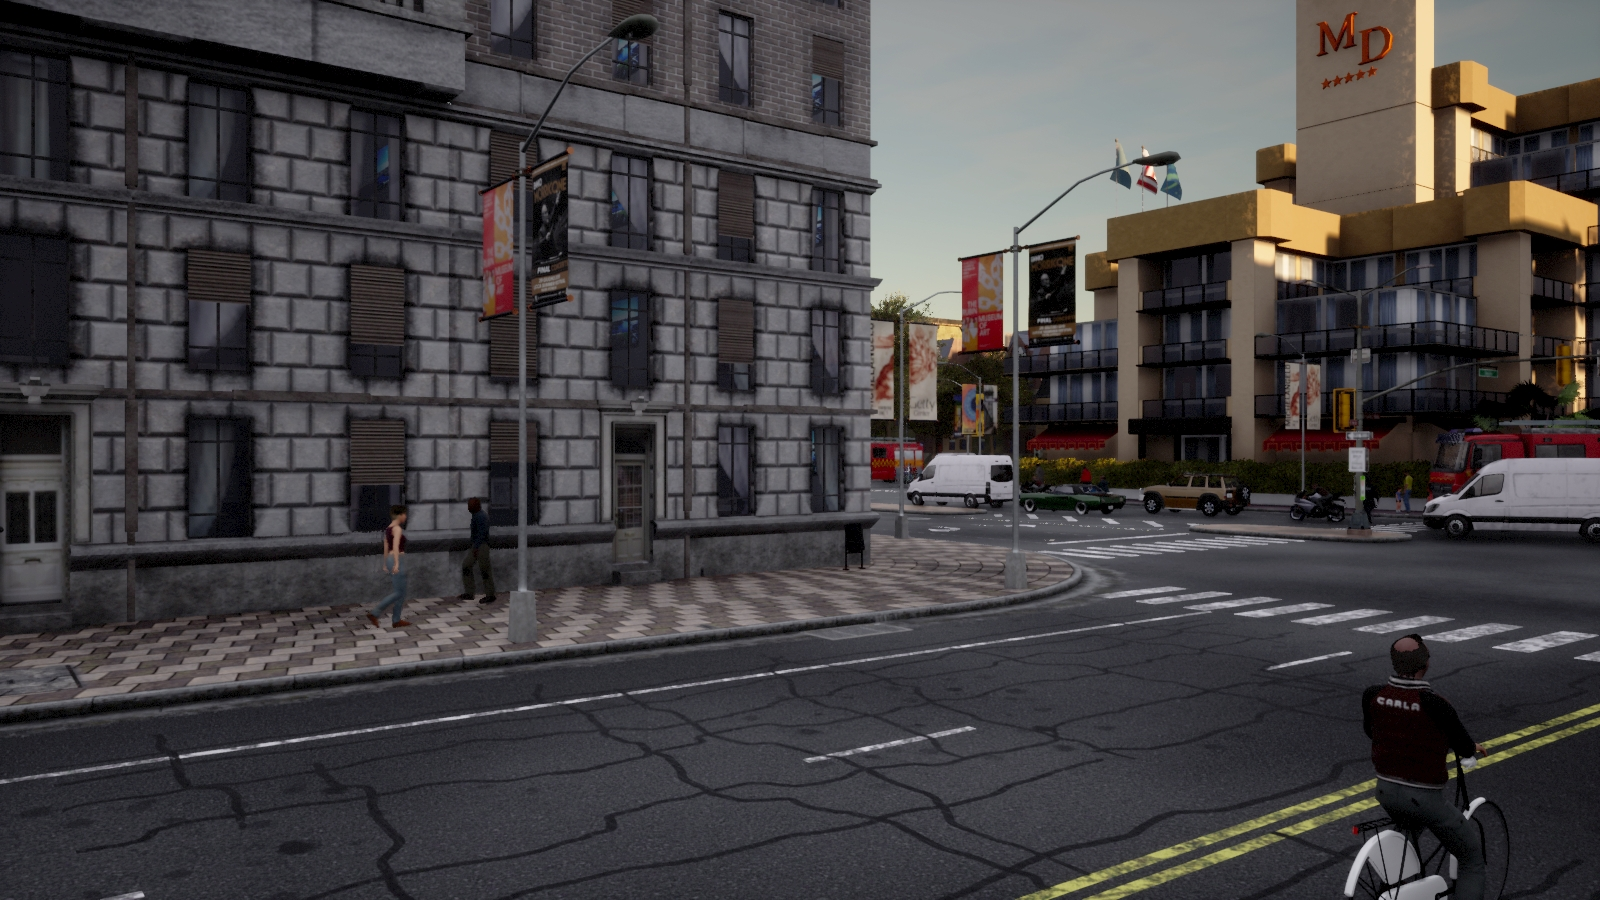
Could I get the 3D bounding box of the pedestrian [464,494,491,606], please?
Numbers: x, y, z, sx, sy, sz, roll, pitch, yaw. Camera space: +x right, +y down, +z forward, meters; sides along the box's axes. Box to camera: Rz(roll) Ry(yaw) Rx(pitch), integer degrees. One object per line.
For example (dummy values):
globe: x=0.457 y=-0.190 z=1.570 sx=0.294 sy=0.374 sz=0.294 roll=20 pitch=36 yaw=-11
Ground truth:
pedestrian: x=-5.492 y=1.696 z=19.444 sx=0.375 sy=1.860 sz=0.375 roll=0 pitch=0 yaw=-29

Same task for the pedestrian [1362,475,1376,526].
pedestrian: x=20.816 y=1.848 z=41.794 sx=0.375 sy=1.860 sz=0.375 roll=0 pitch=0 yaw=42

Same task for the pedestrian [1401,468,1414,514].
pedestrian: x=25.062 y=1.696 z=47.146 sx=0.375 sy=1.860 sz=0.375 roll=0 pitch=0 yaw=-43

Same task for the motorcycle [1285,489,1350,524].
motorcycle: x=20.381 y=2.205 z=45.032 sx=0.867 sy=1.251 sz=2.209 roll=0 pitch=0 yaw=-40

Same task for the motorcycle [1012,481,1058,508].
motorcycle: x=11.640 y=2.205 z=56.539 sx=0.867 sy=1.251 sz=2.209 roll=0 pitch=0 yaw=-37

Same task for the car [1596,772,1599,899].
car: x=4.999 y=1.754 z=3.274 sx=6.274 sy=2.098 sz=2.390 roll=0 pitch=0 yaw=-34

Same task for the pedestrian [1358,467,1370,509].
pedestrian: x=25.082 y=1.698 z=50.800 sx=0.375 sy=1.860 sz=0.375 roll=0 pitch=0 yaw=-36

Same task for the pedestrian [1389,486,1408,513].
pedestrian: x=25.043 y=2.077 z=47.771 sx=0.500 sy=1.100 sz=0.500 roll=0 pitch=0 yaw=-23

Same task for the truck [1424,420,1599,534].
truck: x=26.850 y=0.890 z=39.804 sx=8.468 sy=3.827 sz=2.891 roll=0 pitch=0 yaw=10

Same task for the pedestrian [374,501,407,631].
pedestrian: x=-6.028 y=1.696 z=16.823 sx=0.375 sy=1.860 sz=0.375 roll=0 pitch=0 yaw=-36

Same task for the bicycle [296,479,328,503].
bicycle: x=-27.391 y=2.271 z=64.102 sx=1.835 sy=1.171 sz=0.329 roll=4 pitch=-5 yaw=23

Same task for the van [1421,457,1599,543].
van: x=23.178 y=1.534 z=36.384 sx=5.915 sy=2.561 sz=1.988 roll=0 pitch=0 yaw=30

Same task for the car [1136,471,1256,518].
car: x=17.034 y=1.864 z=49.374 sx=1.932 sy=1.855 sz=4.605 roll=0 pitch=0 yaw=-37

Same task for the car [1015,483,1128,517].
car: x=11.885 y=2.155 z=50.351 sx=1.895 sy=1.301 sz=4.718 roll=0 pitch=0 yaw=-37

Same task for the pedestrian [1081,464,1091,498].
pedestrian: x=15.745 y=1.696 z=62.832 sx=0.375 sy=1.860 sz=0.375 roll=0 pitch=0 yaw=-39

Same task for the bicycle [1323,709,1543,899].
bicycle: x=3.626 y=2.210 z=6.476 sx=1.835 sy=1.171 sz=0.329 roll=0 pitch=0 yaw=-35

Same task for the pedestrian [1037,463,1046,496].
pedestrian: x=13.808 y=1.696 z=65.342 sx=0.375 sy=1.860 sz=0.375 roll=0 pitch=0 yaw=-36
